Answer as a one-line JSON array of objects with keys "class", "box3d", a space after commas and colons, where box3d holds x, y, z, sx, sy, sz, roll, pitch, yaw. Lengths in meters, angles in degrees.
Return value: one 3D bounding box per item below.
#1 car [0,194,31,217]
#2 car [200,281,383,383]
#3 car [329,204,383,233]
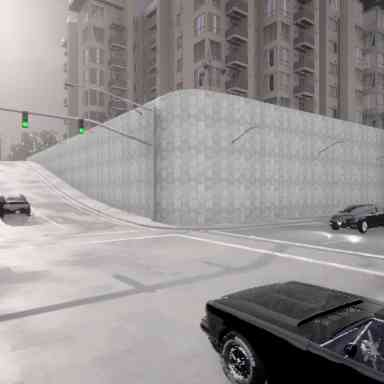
[{"class": "car", "box3d": [-13.019, 0.859, 24.100, 2.128, 1.511, 4.902, 0, 6, -36]}, {"class": "car", "box3d": [2.132, 1.601, 3.041, 1.895, 1.301, 4.718, 0, 0, -36]}, {"class": "car", "box3d": [10.152, 1.505, 19.851, 4.892, 1.490, 1.837, 0, 0, -36]}]
